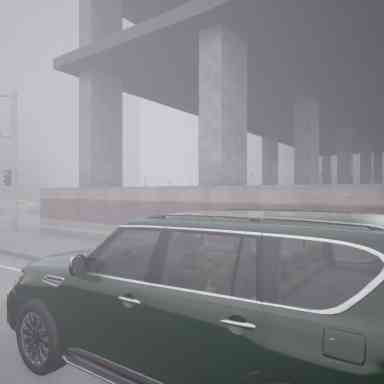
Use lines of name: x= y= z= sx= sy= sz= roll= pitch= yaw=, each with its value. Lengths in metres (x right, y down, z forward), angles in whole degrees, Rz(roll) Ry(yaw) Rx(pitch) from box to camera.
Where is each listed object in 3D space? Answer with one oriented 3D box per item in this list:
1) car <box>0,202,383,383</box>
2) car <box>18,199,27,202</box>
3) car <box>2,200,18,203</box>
car: x=0.098 y=1.221 z=3.915 sx=5.566 sy=2.045 sz=2.150 roll=0 pitch=0 yaw=36
car: x=-14.293 y=1.547 z=33.442 sx=2.128 sy=1.511 sz=4.902 roll=0 pitch=0 yaw=36
car: x=-18.343 y=1.533 z=33.797 sx=1.882 sy=1.535 sz=5.008 roll=0 pitch=0 yaw=36
